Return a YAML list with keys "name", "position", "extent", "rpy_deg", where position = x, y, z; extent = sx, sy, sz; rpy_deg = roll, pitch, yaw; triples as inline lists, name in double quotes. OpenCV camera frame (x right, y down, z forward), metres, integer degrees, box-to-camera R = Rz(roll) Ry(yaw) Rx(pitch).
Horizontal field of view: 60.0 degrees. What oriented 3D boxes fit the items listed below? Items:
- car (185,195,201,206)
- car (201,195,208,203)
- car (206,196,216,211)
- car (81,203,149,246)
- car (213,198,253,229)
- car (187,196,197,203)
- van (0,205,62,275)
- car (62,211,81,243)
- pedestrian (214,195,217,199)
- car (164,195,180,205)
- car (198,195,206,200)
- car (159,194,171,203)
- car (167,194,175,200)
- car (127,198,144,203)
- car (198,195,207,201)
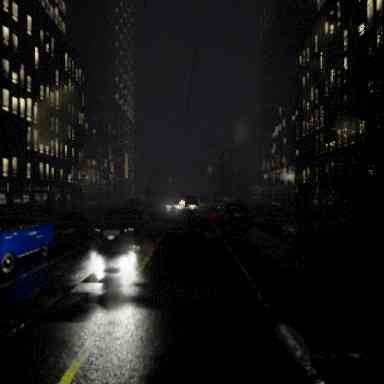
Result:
- name: "car"
  position: [-0.027, 1.307, 52.089]
  extent: [2.097, 1.767, 4.553]
  rpy_deg: [0, 0, 0]
- name: "car"
  position: [2.660, 1.378, 67.024]
  extent: [1.967, 1.590, 4.097]
  rpy_deg: [0, 0, 0]
- name: "car"
  position: [2.979, 1.494, 39.824]
  extent: [1.812, 1.442, 4.674]
  rpy_deg: [0, 0, 0]
- name: "car"
  position: [-3.109, 1.481, 15.213]
  extent: [2.128, 1.511, 4.902]
  rpy_deg: [0, 0, 0]
- name: "car"
  position: [2.683, 1.425, 21.488]
  extent: [1.967, 1.590, 4.097]
  rpy_deg: [0, 0, 0]
- name: "car"
  position: [-0.034, 1.534, 67.047]
  extent: [1.895, 1.301, 4.718]
  rpy_deg: [0, 0, 0]
- name: "van"
  position: [-5.692, 1.334, 10.115]
  extent: [1.690, 1.788, 3.998]
  rpy_deg: [0, 0, 0]
- name: "car"
  position: [-5.696, 1.571, 15.807]
  extent: [1.802, 1.307, 4.206]
  rpy_deg: [0, 0, 0]
- name: "pedestrian"
  position: [2.977, 1.259, 42.665]
  extent: [0.375, 1.860, 0.375]
  rpy_deg: [0, 0, -2]
- name: "car"
  position: [-3.090, 1.551, 55.640]
  extent: [1.895, 1.301, 4.718]
  rpy_deg: [0, 0, 1]
- name: "car"
  position: [2.647, 1.454, 89.792]
  extent: [1.887, 1.381, 4.507]
  rpy_deg: [0, 0, 0]
- name: "car"
  position: [-5.721, 1.463, 66.865]
  extent: [1.752, 1.417, 4.829]
  rpy_deg: [0, 0, 0]
- name: "car"
  position: [-5.732, 1.349, 89.804]
  extent: [1.967, 1.590, 4.097]
  rpy_deg: [0, 0, 0]
- name: "car"
  position: [-5.704, 1.414, 32.882]
  extent: [1.967, 1.590, 4.097]
  rpy_deg: [0, 0, 0]
- name: "car"
  position: [2.650, 1.468, 84.100]
  extent: [2.008, 1.369, 4.403]
  rpy_deg: [0, 0, 0]
